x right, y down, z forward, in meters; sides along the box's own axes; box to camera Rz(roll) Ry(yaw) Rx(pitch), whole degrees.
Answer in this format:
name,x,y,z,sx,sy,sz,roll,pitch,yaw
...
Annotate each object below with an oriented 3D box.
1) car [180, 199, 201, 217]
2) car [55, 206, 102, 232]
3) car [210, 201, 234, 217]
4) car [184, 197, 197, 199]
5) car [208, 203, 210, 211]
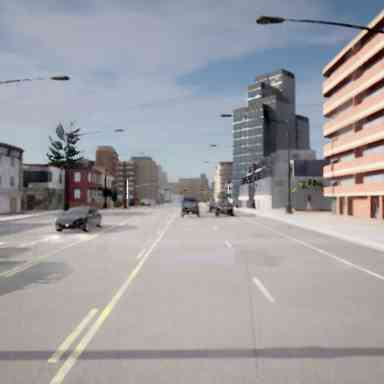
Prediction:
name,x,y,z,sx,sy,sz,roll,pitch,yaw
car,-0.126,1.796,34.421,1.837,1.490,4.892,0,0,0
car,-7.209,1.706,21.598,1.837,1.490,4.892,0,-1,0
car,3.392,1.792,35.676,2.128,1.511,4.902,0,0,0
car,-0.228,1.641,44.483,2.150,2.045,5.566,0,-1,0
car,3.282,1.936,45.782,2.128,1.511,4.902,0,-1,0
